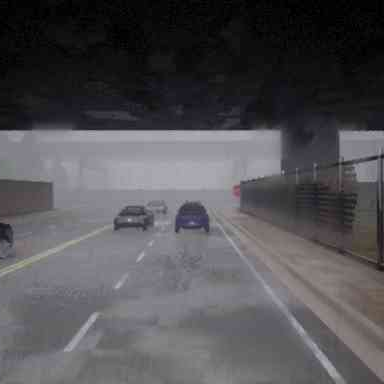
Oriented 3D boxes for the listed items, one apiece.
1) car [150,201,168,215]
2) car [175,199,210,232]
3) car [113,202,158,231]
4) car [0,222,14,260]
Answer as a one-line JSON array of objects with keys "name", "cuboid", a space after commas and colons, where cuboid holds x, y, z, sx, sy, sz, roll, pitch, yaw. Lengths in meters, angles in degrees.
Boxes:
[{"name": "car", "cuboid": [-3.443, 1.515, 33.053, 1.895, 1.301, 4.718, 0, 0, 0]}, {"name": "car", "cuboid": [0.029, 1.427, 19.556, 1.882, 1.535, 5.008, 0, 0, 0]}, {"name": "car", "cuboid": [-3.452, 1.511, 20.399, 1.994, 1.385, 4.181, 0, 0, 0]}, {"name": "car", "cuboid": [-7.071, 1.467, 9.525, 2.128, 1.511, 4.902, 0, 0, 0]}]
